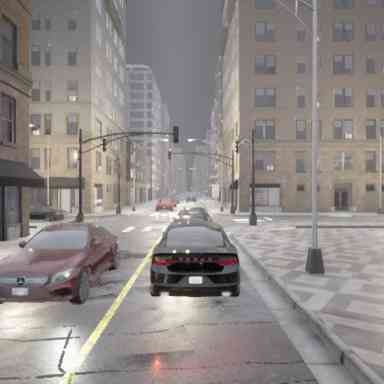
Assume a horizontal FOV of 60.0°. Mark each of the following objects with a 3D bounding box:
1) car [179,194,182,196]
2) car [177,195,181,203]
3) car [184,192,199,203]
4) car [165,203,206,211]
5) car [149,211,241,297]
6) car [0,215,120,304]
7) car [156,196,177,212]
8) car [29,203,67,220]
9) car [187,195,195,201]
[{"bbox_3d":[-3.179,1.495,59.701,1.837,1.490,4.892,0,0,0],"label":"car"},{"bbox_3d":[-3.159,1.539,49.527,2.033,1.411,5.357,0,0,0],"label":"car"},{"bbox_3d":[-0.142,1.343,70.285,2.097,1.767,4.553,0,0,0],"label":"car"},{"bbox_3d":[0.073,1.544,18.428,2.033,1.411,5.357,0,0,5],"label":"car"},{"bbox_3d":[0.059,1.476,8.618,1.882,1.535,5.008,0,0,0],"label":"car"},{"bbox_3d":[-3.055,1.524,8.279,1.812,1.442,4.674,0,0,1],"label":"car"},{"bbox_3d":[-3.172,1.471,39.796,1.882,1.535,5.008,0,0,-1],"label":"car"},{"bbox_3d":[-11.708,1.521,24.619,4.674,1.442,1.812,0,0,-1],"label":"car"},{"bbox_3d":[-0.163,1.442,80.338,1.837,1.490,4.892,0,0,0],"label":"car"}]
